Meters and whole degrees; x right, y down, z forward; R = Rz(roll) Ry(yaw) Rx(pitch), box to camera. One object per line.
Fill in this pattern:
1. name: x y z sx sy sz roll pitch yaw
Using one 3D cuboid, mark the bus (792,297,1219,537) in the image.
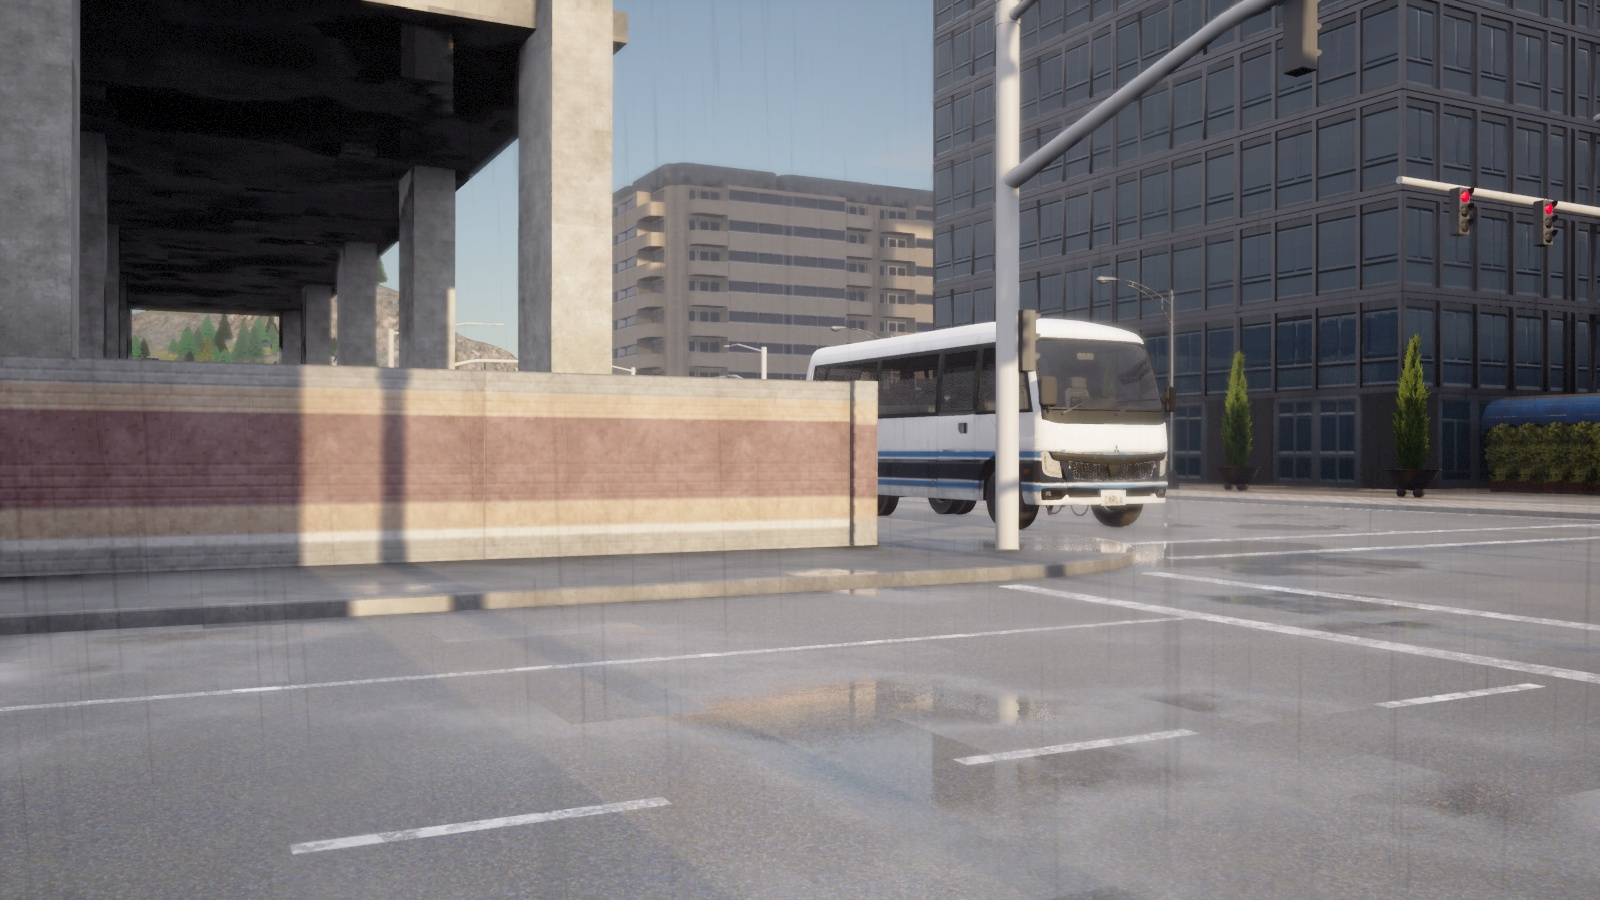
1. bus: 3.924 -0.572 27.768 3.944 4.253 10.273 0 0 -27
